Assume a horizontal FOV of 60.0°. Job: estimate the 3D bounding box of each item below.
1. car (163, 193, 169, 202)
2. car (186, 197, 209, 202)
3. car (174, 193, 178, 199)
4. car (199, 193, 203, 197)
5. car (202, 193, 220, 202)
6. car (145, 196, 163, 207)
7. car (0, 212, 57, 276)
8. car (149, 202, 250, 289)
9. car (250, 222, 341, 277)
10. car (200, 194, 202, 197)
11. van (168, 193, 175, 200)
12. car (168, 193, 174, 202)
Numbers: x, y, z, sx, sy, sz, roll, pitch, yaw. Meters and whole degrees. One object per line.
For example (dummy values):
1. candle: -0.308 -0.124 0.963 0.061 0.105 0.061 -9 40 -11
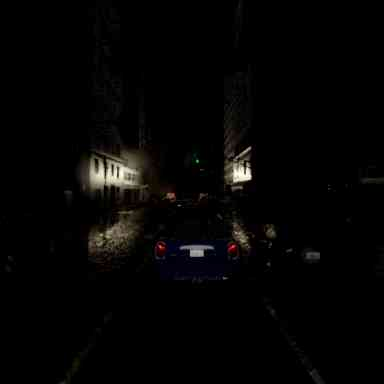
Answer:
1. car: -5.608 1.403 57.839 2.008 1.369 4.403 0 0 0
2. car: 0.102 1.438 27.296 1.882 1.535 5.008 0 0 0
3. car: -5.558 1.158 84.882 2.192 1.841 5.009 0 0 0
4. car: 2.936 1.282 68.644 1.967 1.590 4.097 0 0 0
5. car: 2.895 1.310 47.008 1.967 1.590 4.097 0 0 0
6. car: -5.630 1.452 47.022 1.802 1.307 4.206 0 0 0
7. car: -5.669 1.406 9.919 1.967 1.590 4.097 0 0 0
8. car: 0.103 1.319 9.216 2.097 1.767 4.553 0 0 0
9. car: 2.857 1.531 9.918 1.947 1.339 4.313 0 0 0
10. car: 2.917 1.403 57.826 2.008 1.369 4.403 0 0 0
11. van: -5.548 1.188 90.290 1.690 1.788 3.998 0 0 0
12. car: -5.578 1.366 73.895 1.752 1.417 4.829 0 0 0
